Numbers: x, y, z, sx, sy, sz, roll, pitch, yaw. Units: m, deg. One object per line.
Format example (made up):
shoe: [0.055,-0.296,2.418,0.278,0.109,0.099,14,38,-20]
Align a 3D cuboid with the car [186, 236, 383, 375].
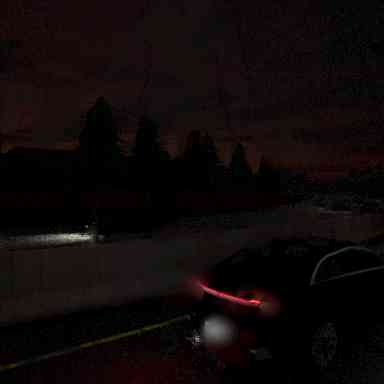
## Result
car: [2.171,1.520,5.681,4.902,1.511,2.128,0,0,-38]

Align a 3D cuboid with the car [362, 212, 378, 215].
car: [19.247,1.731,35.709,2.033,1.411,5.357,0,0,31]
